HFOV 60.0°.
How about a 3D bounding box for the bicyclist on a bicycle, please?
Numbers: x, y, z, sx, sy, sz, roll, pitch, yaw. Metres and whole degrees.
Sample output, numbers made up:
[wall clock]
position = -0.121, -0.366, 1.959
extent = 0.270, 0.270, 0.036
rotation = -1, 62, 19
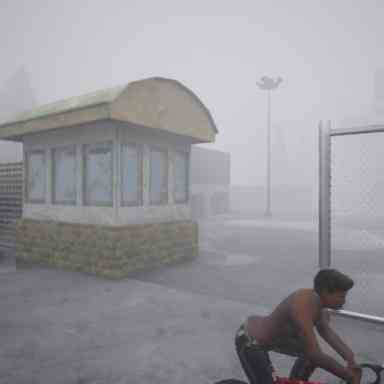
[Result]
[bicyclist on a bicycle]
position = 0.805, 1.348, 2.336
extent = 1.656, 1.620, 0.582
rotation = 1, 0, 31
